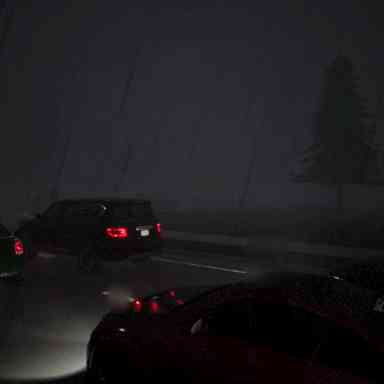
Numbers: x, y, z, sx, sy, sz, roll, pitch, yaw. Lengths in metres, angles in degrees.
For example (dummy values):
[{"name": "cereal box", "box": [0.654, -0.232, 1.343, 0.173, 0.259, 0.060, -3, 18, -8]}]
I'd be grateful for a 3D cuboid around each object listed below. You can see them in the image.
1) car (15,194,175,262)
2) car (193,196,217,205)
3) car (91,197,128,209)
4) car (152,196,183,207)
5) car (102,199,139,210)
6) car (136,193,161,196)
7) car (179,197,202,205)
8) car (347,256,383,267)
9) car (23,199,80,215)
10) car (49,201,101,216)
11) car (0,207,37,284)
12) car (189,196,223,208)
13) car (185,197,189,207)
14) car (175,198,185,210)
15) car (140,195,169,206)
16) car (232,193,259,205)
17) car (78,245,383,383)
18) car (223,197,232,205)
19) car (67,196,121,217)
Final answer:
[{"name": "car", "box": [-3.473, 1.217, 10.732, 5.566, 2.045, 2.150, 0, 0, 36]}, {"name": "car", "box": [2.373, 1.510, 59.252, 1.812, 1.442, 4.674, 0, 0, 37]}, {"name": "car", "box": [-11.436, 1.488, 46.329, 1.837, 1.490, 4.892, 0, 0, 36]}, {"name": "car", "box": [-3.704, 1.462, 50.975, 1.882, 1.535, 5.008, 0, 0, 36]}, {"name": "car", "box": [-9.254, 1.585, 43.384, 1.895, 1.301, 4.718, 0, 0, 36]}, {"name": "car", "box": [-6.088, 1.208, 41.787, 2.150, 2.045, 5.566, 0, 0, 36]}, {"name": "car", "box": [-0.183, 1.584, 61.680, 1.895, 1.301, 4.718, 0, 0, 37]}, {"name": "car", "box": [4.703, 1.478, 4.933, 5.008, 1.535, 1.882, 0, 0, 35]}, {"name": "car", "box": [-14.903, 1.532, 35.655, 2.033, 1.411, 5.357, 0, 0, 36]}, {"name": "car", "box": [-11.849, 1.587, 33.902, 1.895, 1.301, 4.718, 0, 0, 36]}, {"name": "car", "box": [-6.217, 1.347, 8.391, 4.553, 1.767, 2.097, 0, 0, 36]}, {"name": "car", "box": [2.038, 1.589, 46.970, 1.895, 1.301, 4.718, 0, 0, 36]}, {"name": "car", "box": [-0.041, 1.534, 50.058, 2.033, 1.411, 5.357, 0, 0, 36]}, {"name": "car", "box": [-3.621, 1.535, 39.231, 2.033, 1.411, 5.357, 0, 0, 36]}, {"name": "car", "box": [-6.017, 1.335, 53.738, 2.097, 1.767, 4.553, 0, 0, 36]}, {"name": "car", "box": [9.585, 1.212, 57.217, 2.150, 2.045, 5.566, 0, 0, 37]}, {"name": "car", "box": [0.834, 1.563, 3.394, 4.181, 1.385, 1.994, 0, 0, 35]}, {"name": "car", "box": [5.882, 1.587, 58.109, 1.895, 1.301, 4.718, 0, 0, 37]}, {"name": "car", "box": [-9.204, 1.340, 31.580, 2.097, 1.767, 4.553, 0, 0, 36]}]
